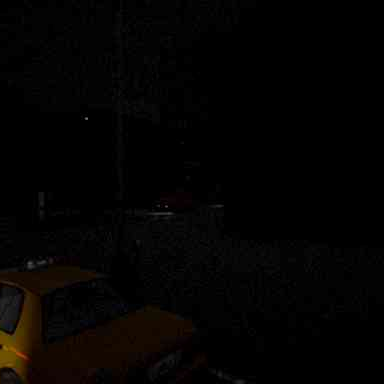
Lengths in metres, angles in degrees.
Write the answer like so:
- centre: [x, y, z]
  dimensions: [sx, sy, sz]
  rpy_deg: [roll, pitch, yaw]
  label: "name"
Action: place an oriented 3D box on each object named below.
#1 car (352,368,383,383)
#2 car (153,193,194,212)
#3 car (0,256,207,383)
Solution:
- centre: [2.446, 1.443, 1.076]
  dimensions: [4.097, 1.590, 1.967]
  rpy_deg: [0, 0, 35]
  label: "car"
- centre: [-1.929, 1.122, 37.330]
  dimensions: [2.150, 2.045, 5.566]
  rpy_deg: [0, 0, 35]
  label: "car"
- centre: [-2.124, 1.517, 4.327]
  dimensions: [4.829, 1.417, 1.752]
  rpy_deg: [0, 0, 35]
  label: "car"
